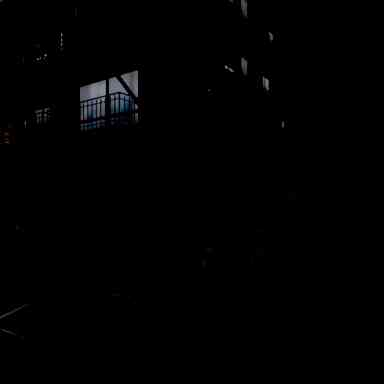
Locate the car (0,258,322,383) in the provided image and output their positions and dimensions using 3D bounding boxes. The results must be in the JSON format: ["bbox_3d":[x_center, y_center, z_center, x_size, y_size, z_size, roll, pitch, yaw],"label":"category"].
[{"bbox_3d":[-0.884,1.566,3.503,4.313,1.339,1.947,0,0,35],"label":"car"}]
